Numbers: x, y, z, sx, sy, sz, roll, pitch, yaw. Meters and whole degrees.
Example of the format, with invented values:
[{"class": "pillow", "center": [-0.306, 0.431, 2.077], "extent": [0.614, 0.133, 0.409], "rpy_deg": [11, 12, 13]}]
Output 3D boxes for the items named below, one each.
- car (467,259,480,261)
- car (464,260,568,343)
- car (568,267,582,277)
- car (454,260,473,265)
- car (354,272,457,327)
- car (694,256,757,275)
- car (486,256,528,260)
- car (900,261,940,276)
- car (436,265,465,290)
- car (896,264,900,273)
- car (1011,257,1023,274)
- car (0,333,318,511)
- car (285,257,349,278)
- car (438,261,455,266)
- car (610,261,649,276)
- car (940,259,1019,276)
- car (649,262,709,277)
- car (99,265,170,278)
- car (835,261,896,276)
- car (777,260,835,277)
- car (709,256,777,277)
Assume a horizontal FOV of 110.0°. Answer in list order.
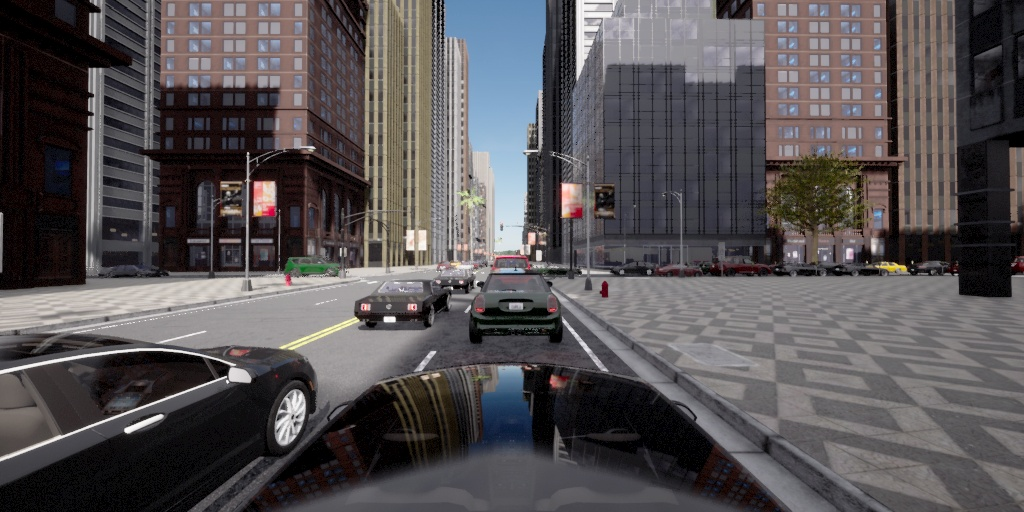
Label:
[{"class": "car", "center": [-6.701, 1.634, 60.986], "extent": [1.895, 1.301, 4.718], "rpy_deg": [0, 0, 0]}, {"class": "car", "center": [0.080, 1.109, 9.860], "extent": [2.097, 1.767, 4.553], "rpy_deg": [0, 0, 0]}, {"class": "car", "center": [4.443, 1.415, 35.255], "extent": [4.718, 1.301, 1.895], "rpy_deg": [0, -1, -1]}, {"class": "car", "center": [-6.702, 1.570, 51.822], "extent": [1.895, 1.301, 4.718], "rpy_deg": [0, 0, 0]}, {"class": "car", "center": [-3.168, 1.361, 11.507], "extent": [1.895, 1.301, 4.718], "rpy_deg": [0, 0, 0]}, {"class": "car", "center": [23.067, 1.010, 38.803], "extent": [5.566, 2.045, 2.150], "rpy_deg": [0, -1, -2]}, {"class": "car", "center": [-0.038, 1.003, 19.380], "extent": [2.150, 2.045, 5.566], "rpy_deg": [0, 0, 0]}, {"class": "car", "center": [42.519, 1.228, 35.992], "extent": [4.674, 1.442, 1.812], "rpy_deg": [0, -1, -1]}, {"class": "car", "center": [-3.191, 1.388, 20.675], "extent": [1.895, 1.301, 4.718], "rpy_deg": [0, 0, 0]}, {"class": "car", "center": [43.125, 1.296, 41.897], "extent": [4.829, 1.417, 1.751], "rpy_deg": [0, 0, -1]}, {"class": "car", "center": [49.077, 0.973, 33.476], "extent": [5.009, 1.841, 2.192], "rpy_deg": [0, 0, -1]}, {"class": "car", "center": [-3.151, 1.255, 2.186], "extent": [1.837, 1.490, 4.892], "rpy_deg": [0, 0, 0]}, {"class": "car", "center": [-18.997, 1.134, 34.918], "extent": [5.566, 2.045, 2.150], "rpy_deg": [0, -1, -2]}, {"class": "car", "center": [-9.947, 1.504, 53.076], "extent": [1.812, 1.442, 4.674], "rpy_deg": [0, 0, -3]}, {"class": "car", "center": [13.027, 1.326, 38.616], "extent": [4.892, 1.490, 1.837], "rpy_deg": [0, -1, -1]}, {"class": "car", "center": [43.439, 1.214, 33.377], "extent": [4.507, 1.381, 1.888], "rpy_deg": [0, 0, -1]}, {"class": "car", "center": [15.251, 1.327, 32.880], "extent": [4.207, 1.307, 1.802], "rpy_deg": [0, 0, -1]}, {"class": "car", "center": [-36.649, 1.538, 34.810], "extent": [5.357, 1.411, 2.033], "rpy_deg": [0, -1, 0]}, {"class": "car", "center": [32.163, 1.260, 33.178], "extent": [4.313, 1.339, 1.948], "rpy_deg": [0, 0, -1]}, {"class": "car", "center": [26.526, 1.276, 33.078], "extent": [4.313, 1.339, 1.948], "rpy_deg": [0, 0, -1]}, {"class": "car", "center": [20.889, 1.041, 32.979], "extent": [5.009, 1.841, 2.192], "rpy_deg": [0, 0, -1]}]
